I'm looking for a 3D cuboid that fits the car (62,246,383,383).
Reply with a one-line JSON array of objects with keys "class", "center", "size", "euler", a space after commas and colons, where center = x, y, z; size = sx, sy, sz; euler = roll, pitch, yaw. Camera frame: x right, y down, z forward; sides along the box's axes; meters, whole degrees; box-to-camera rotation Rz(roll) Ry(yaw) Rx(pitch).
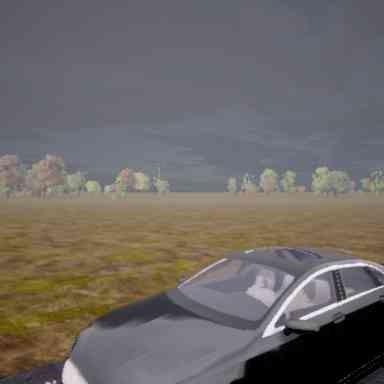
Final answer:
[{"class": "car", "center": [1.006, 1.511, 4.091], "size": [4.902, 1.511, 2.128], "euler": [0, 0, -35]}]
